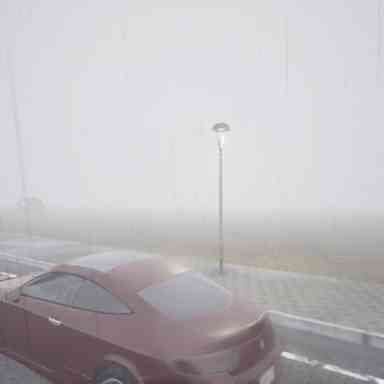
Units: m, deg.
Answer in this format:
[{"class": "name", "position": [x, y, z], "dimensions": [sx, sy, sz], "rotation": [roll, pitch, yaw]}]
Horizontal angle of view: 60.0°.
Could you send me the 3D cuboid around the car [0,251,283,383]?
[{"class": "car", "position": [-1.182, 1.547, 4.406], "dimensions": [4.674, 1.442, 1.812], "rotation": [0, 0, 36]}]
